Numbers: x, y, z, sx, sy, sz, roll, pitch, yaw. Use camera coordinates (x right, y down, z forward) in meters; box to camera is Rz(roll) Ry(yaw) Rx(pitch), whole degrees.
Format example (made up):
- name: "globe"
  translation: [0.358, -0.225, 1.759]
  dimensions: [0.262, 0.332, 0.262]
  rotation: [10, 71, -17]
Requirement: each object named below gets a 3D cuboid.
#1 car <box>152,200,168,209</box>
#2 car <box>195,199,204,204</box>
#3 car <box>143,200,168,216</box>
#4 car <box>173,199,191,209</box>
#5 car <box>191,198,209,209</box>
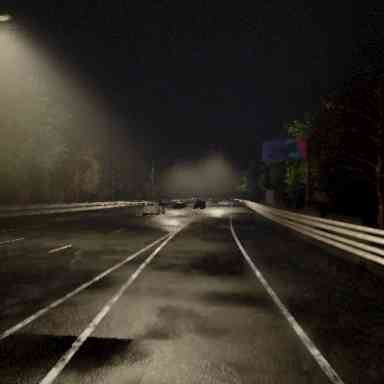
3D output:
- name: "car"
  translation: [-5.515, 2.178, 58.412]
  dimensions: [1.837, 1.490, 4.892]
  rotation: [0, -1, 7]
- name: "car"
  translation: [2.156, 2.671, 93.427]
  dimensions: [1.882, 1.535, 5.008]
  rotation: [0, -1, 7]
- name: "car"
  translation: [-4.373, 1.955, 38.289]
  dimensions: [1.812, 1.442, 4.674]
  rotation: [0, -1, 7]
- name: "car"
  translation: [-2.049, 2.236, 57.920]
  dimensions: [2.033, 1.411, 5.357]
  rotation: [0, -1, 7]
- name: "car"
  translation: [1.417, 2.212, 57.467]
  dimensions: [1.837, 1.490, 4.892]
  rotation: [0, -1, 7]
